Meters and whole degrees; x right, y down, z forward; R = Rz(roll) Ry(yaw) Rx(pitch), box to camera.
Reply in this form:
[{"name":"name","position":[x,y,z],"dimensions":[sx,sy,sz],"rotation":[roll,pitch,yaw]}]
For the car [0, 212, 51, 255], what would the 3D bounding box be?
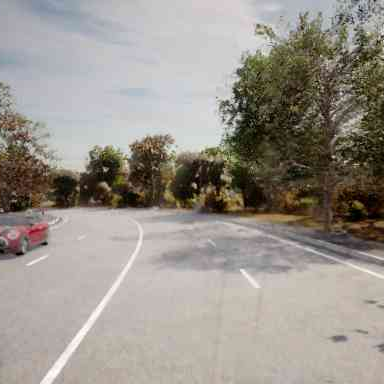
[{"name":"car","position":[-7.921,1.718,14.712],"dimensions":[2.097,1.767,4.553],"rotation":[-1,-1,-6]}]
